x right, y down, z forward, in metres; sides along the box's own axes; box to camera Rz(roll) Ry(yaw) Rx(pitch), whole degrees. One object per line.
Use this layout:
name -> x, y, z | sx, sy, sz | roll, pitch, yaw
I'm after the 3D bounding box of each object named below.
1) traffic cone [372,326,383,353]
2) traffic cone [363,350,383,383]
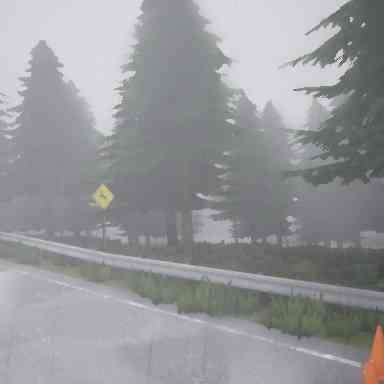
traffic cone -> 2.323, 1.956, 4.118 | 0.340, 0.580, 0.340 | 0, 0, 34
traffic cone -> 1.778, 1.956, 3.283 | 0.340, 0.580, 0.340 | 0, 0, 34
